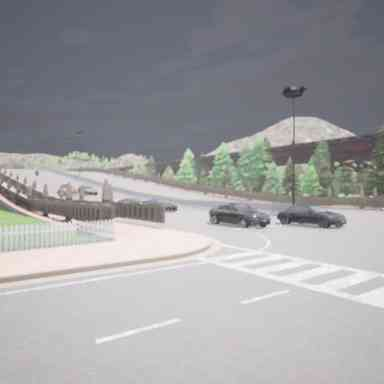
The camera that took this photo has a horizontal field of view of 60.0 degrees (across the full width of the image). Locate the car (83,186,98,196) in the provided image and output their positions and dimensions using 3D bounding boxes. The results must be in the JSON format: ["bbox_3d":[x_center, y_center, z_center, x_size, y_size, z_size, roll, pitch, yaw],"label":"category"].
[{"bbox_3d":[-17.273,-0.305,55.325,2.033,1.411,5.357,0,7,-37],"label":"car"}]

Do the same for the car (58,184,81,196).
[{"bbox_3d":[-19.474,-0.381,52.405,2.097,1.767,4.553,0,7,-36],"label":"car"}]

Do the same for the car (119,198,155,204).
[{"bbox_3d":[-6.132,1.423,34.599,1.837,1.490,4.892,0,2,-37],"label":"car"}]

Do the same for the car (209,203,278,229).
[{"bbox_3d":[3.063,1.516,22.061,1.837,1.490,4.892,0,0,-34],"label":"car"}]

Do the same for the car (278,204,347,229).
[{"bbox_3d":[7.804,1.540,22.052,1.812,1.442,4.674,0,0,-37],"label":"car"}]

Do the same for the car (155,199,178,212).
[{"bbox_3d":[-3.689,1.451,37.164,2.033,1.411,5.357,0,2,-37],"label":"car"}]
